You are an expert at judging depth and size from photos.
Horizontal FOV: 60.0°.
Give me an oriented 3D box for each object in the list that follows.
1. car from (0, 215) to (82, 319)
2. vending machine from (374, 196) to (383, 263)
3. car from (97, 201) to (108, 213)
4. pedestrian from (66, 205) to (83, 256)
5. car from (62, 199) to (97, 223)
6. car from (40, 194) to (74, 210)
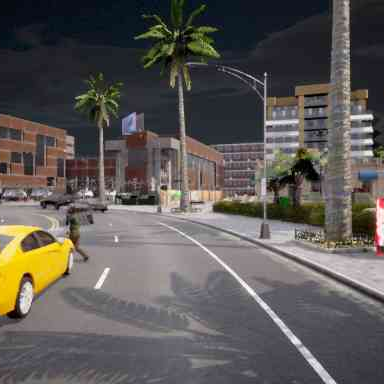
[{"bbox_3d":[-4.040,1.478,7.300,1.882,1.535,5.008,0,-1,-6],"label":"car"},{"bbox_3d":[6.625,1.195,10.664,1.100,2.100,0.880,0,0,-8],"label":"vending machine"},{"bbox_3d":[-10.800,1.601,35.630,1.895,1.301,4.718,0,0,-37],"label":"car"},{"bbox_3d":[-3.720,1.294,10.419,0.375,1.860,0.375,0,0,-9],"label":"pedestrian"},{"bbox_3d":[-8.499,1.506,24.836,1.837,1.490,4.892,1,0,-22],"label":"car"},{"bbox_3d":[-17.568,1.221,43.373,5.566,2.045,2.150,0,0,38],"label":"car"}]
